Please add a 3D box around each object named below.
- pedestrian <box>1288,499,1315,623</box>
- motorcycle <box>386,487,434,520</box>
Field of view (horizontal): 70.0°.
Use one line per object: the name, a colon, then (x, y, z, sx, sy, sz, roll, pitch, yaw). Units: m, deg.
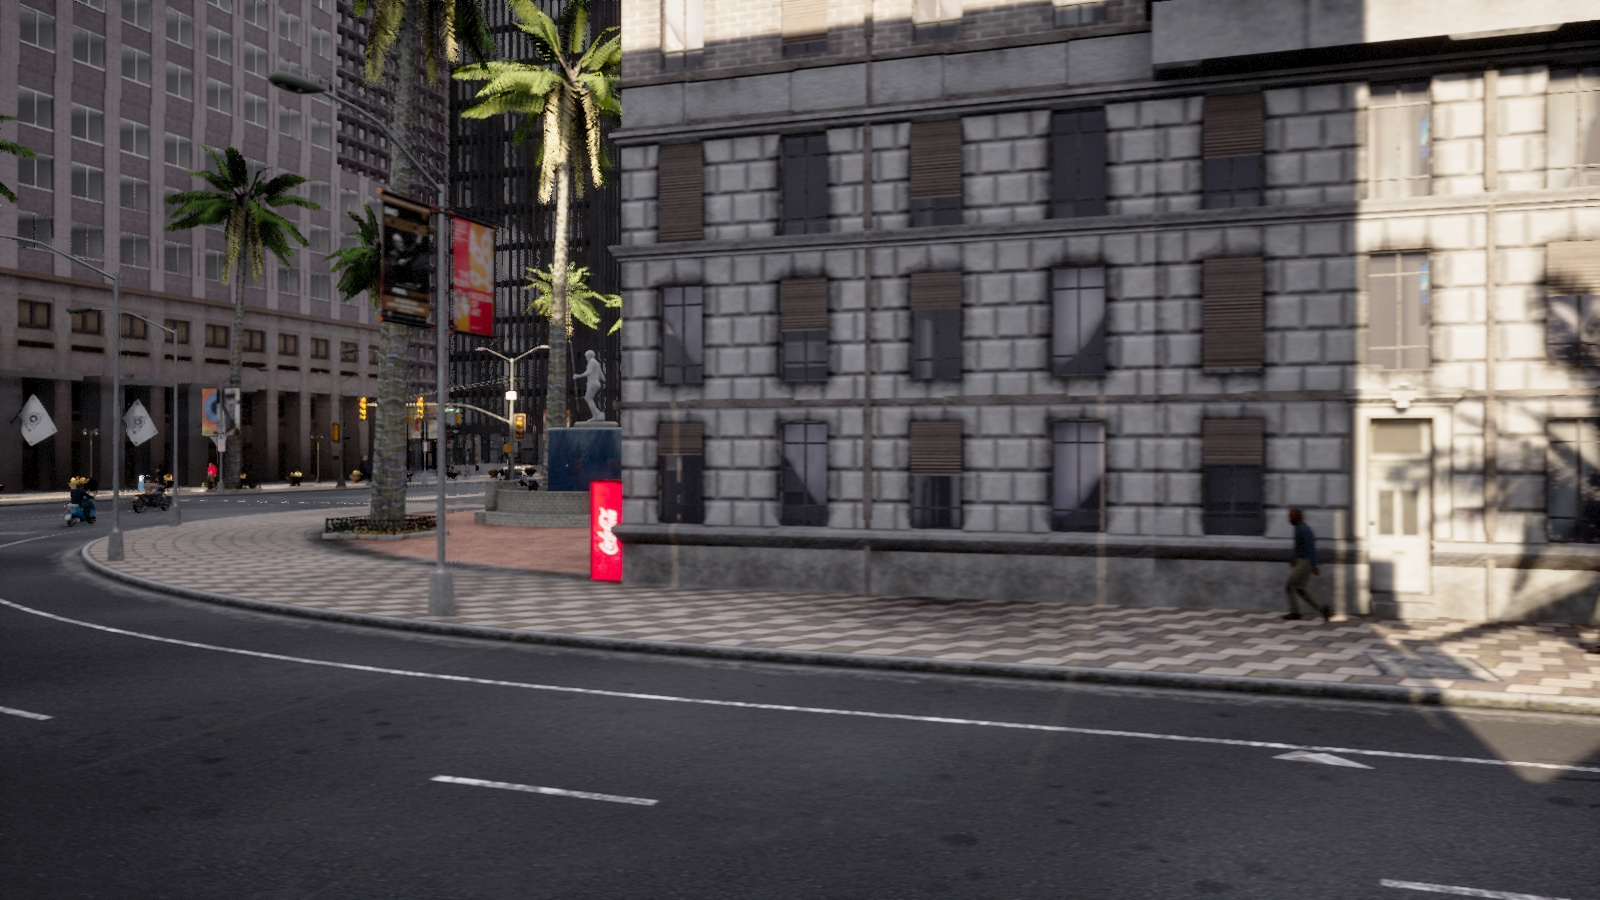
pedestrian: (7.749, 1.704, 17.646, 0.375, 1.860, 0.375, 0, 0, 22)
motorcycle: (-16.099, 2.185, 47.220, 0.764, 1.277, 2.356, 0, 0, 12)
